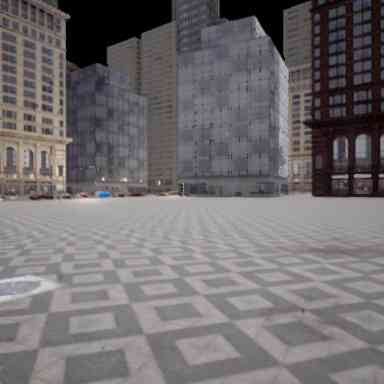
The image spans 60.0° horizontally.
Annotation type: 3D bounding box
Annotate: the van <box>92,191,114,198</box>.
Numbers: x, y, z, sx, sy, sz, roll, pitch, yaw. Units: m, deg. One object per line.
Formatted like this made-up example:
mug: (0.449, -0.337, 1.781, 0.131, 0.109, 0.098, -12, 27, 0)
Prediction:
van: (-22.317, 0.748, 83.580, 1.690, 1.788, 3.998, 0, 1, 36)

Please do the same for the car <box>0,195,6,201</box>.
car: (-41.936, 1.247, 70.763, 2.008, 1.369, 4.403, 1, 1, 36)

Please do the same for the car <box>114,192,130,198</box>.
car: (-19.146, 0.788, 88.026, 1.967, 1.590, 4.097, 0, 1, 36)

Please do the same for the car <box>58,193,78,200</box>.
car: (-28.658, 1.084, 74.693, 2.008, 1.369, 4.403, 1, 1, 36)

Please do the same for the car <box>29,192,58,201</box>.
car: (-31.830, 0.915, 70.246, 2.192, 1.841, 5.009, 1, 1, 36)

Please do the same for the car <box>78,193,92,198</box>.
car: (-29.252, 0.875, 88.538, 1.967, 1.590, 4.097, 1, 1, 36)

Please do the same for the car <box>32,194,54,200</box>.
car: (-35.594, 1.113, 79.651, 2.008, 1.369, 4.403, 1, 1, 36)

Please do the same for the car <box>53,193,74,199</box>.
car: (-32.423, 1.048, 84.095, 2.008, 1.369, 4.403, 1, 1, 36)

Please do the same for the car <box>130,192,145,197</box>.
car: (-15.975, 0.837, 92.471, 1.887, 1.381, 4.507, 0, 1, 36)
